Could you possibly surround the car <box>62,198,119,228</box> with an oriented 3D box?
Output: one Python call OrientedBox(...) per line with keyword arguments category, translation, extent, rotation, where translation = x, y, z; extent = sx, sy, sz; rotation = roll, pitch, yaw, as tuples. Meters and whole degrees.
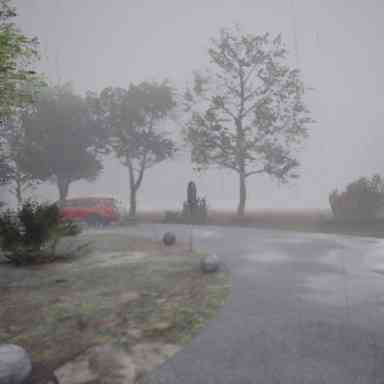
OrientedBox(category="car", translation=(-8.102, 1.428, 23.965), extent=(5.566, 2.045, 2.150), rotation=(0, -1, 7))
